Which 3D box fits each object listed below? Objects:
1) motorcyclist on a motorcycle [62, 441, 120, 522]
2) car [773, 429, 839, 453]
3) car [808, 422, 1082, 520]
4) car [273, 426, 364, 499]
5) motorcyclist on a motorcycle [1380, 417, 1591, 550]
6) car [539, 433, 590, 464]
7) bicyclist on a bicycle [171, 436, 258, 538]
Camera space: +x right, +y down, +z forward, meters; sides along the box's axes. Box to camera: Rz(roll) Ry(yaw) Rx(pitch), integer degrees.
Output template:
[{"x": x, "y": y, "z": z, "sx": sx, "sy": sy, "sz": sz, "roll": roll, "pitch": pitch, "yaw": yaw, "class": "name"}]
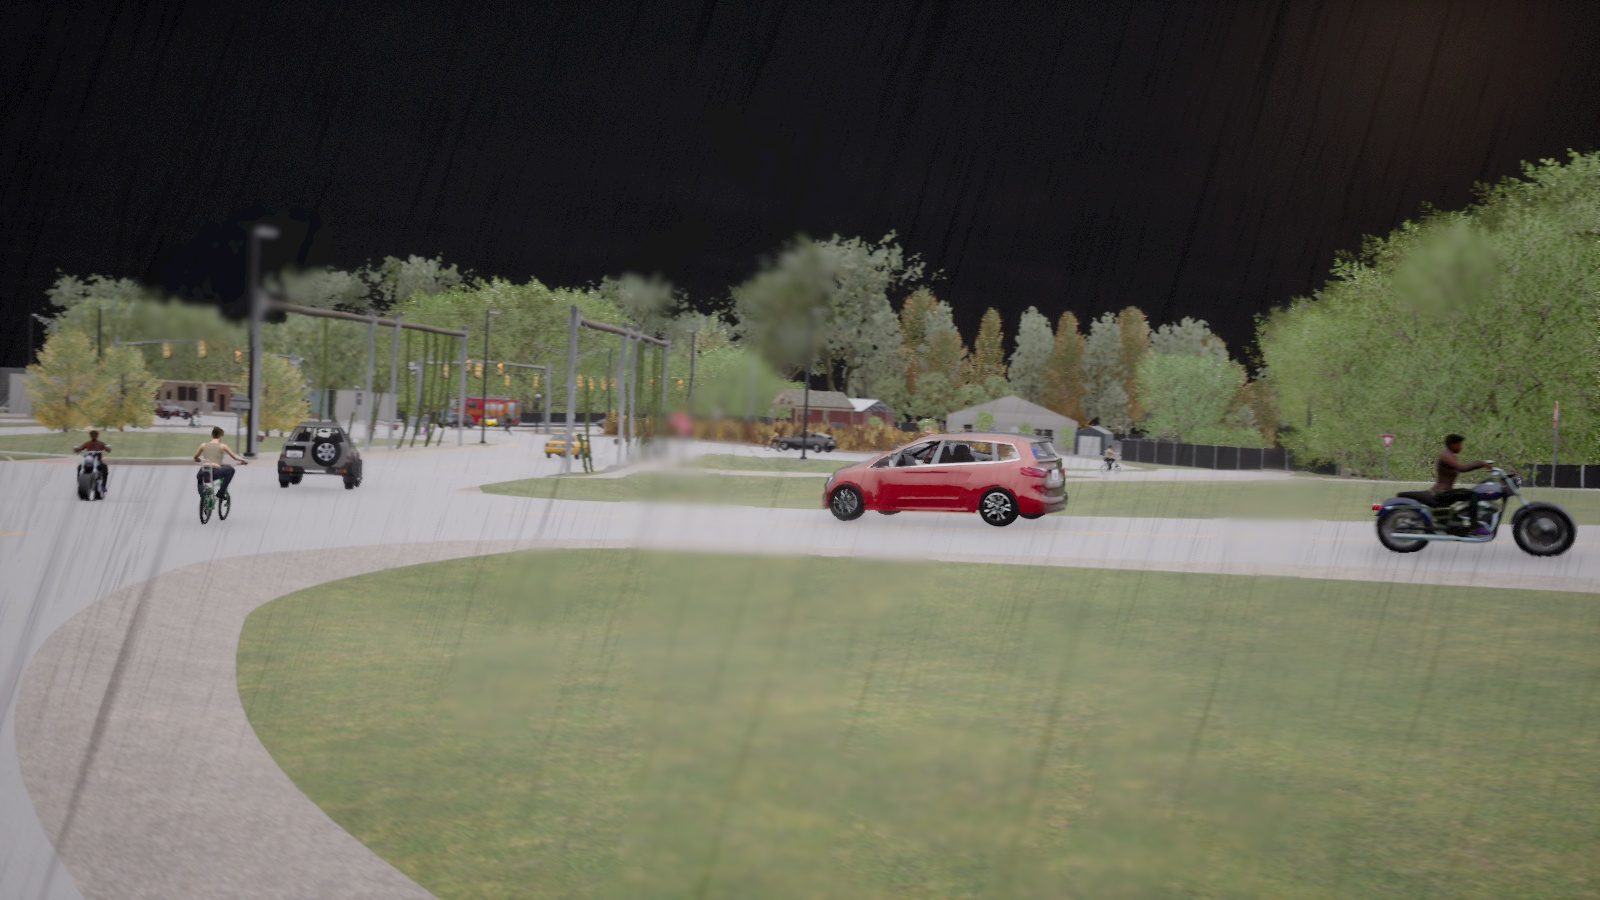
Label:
[{"x": -15.373, "y": 0.645, "z": 27.275, "sx": 0.766, "sy": 1.649, "sz": 2.350, "roll": -1, "pitch": 2, "yaw": -22, "class": "motorcyclist on a motorcycle"}, {"x": 0.416, "y": -0.690, "z": 94.267, "sx": 4.514, "sy": 1.525, "sz": 2.007, "roll": 3, "pitch": 3, "yaw": 31, "class": "car"}, {"x": 2.728, "y": 0.378, "z": 23.664, "sx": 4.611, "sy": 1.667, "sz": 2.242, "roll": -1, "pitch": 1, "yaw": 27, "class": "car"}, {"x": -13.355, "y": 0.367, "z": 35.072, "sx": 1.932, "sy": 1.855, "sz": 4.605, "roll": 1, "pitch": -1, "yaw": -16, "class": "car"}, {"x": 8.949, "y": 0.428, "z": 16.491, "sx": 2.350, "sy": 1.649, "sz": 0.766, "roll": -1, "pitch": 1, "yaw": 27, "class": "motorcyclist on a motorcycle"}, {"x": -13.256, "y": -0.098, "z": 71.070, "sx": 1.801, "sy": 1.575, "sz": 5.366, "roll": 2, "pitch": 1, "yaw": 1, "class": "car"}, {"x": -9.787, "y": 0.597, "z": 21.043, "sx": 0.866, "sy": 1.612, "sz": 1.509, "roll": 2, "pitch": 0, "yaw": -8, "class": "bicyclist on a bicycle"}]
